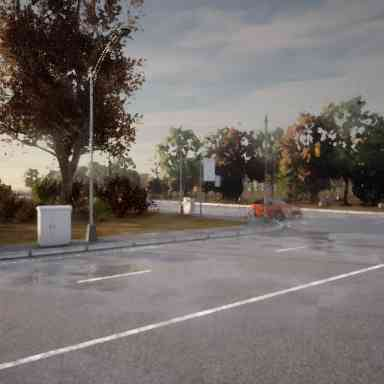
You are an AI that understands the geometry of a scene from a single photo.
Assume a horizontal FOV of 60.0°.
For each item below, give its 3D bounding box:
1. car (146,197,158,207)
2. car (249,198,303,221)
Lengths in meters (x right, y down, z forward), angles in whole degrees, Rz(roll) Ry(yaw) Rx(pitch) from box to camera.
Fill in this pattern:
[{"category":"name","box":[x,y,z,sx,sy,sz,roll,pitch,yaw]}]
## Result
[{"category":"car","box":[-6.714,1.479,48.698,1.812,1.442,4.674,0,0,-33]},{"category":"car","box":[6.856,1.337,27.423,2.097,1.767,4.553,0,0,-32]}]
